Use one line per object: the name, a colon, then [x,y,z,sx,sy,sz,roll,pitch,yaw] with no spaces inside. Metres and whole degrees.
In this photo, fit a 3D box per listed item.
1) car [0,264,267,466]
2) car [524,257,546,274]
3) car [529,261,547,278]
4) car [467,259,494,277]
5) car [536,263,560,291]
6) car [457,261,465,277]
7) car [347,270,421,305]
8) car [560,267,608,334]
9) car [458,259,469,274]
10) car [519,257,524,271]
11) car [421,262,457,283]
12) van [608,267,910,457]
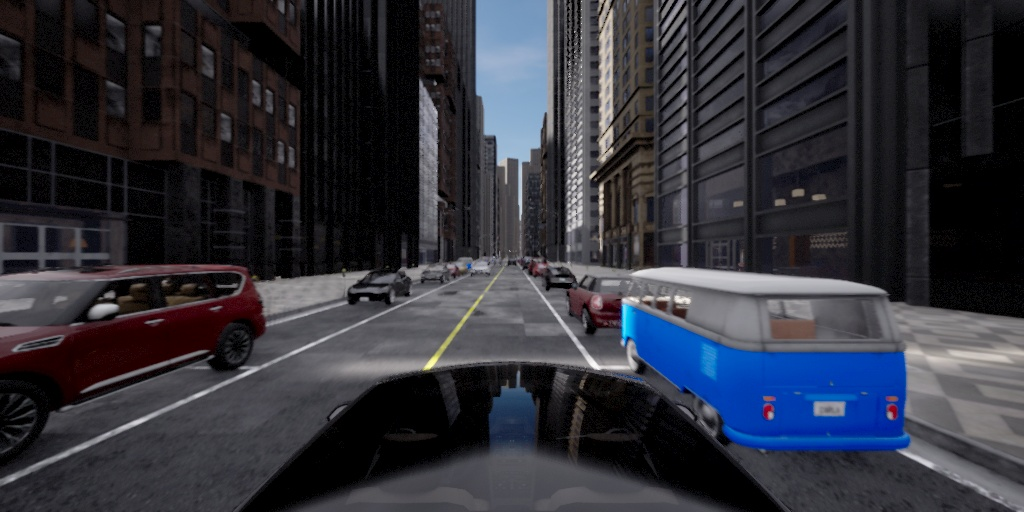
car: [-5.762,1.065,4.958,2.192,1.841,5.009,0,0,0]
car: [2.770,1.075,38.625,2.192,1.841,5.009,0,0,0]
car: [2.769,1.339,33.016,1.802,1.307,4.207,0,0,0]
car: [-3.085,1.284,36.064,1.812,1.442,4.674,0,0,0]
car: [2.767,1.318,21.798,1.948,1.339,4.313,0,0,0]
car: [-5.756,1.339,33.005,1.802,1.307,4.207,0,0,0]
car: [-5.760,1.317,16.177,1.948,1.339,4.313,0,0,0]
car: [2.765,1.190,10.580,1.967,1.591,4.097,0,0,0]
car: [-5.755,1.286,38.444,1.751,1.417,4.829,0,0,0]
car: [2.364,1.272,50.405,1.837,1.490,4.892,0,0,0]
car: [-5.757,1.305,27.396,2.007,1.370,4.403,0,0,0]
van: [2.763,1.091,4.971,1.690,1.789,3.998,0,0,0]
